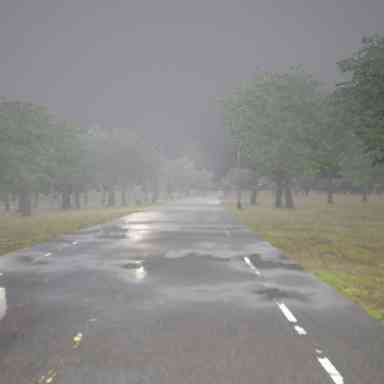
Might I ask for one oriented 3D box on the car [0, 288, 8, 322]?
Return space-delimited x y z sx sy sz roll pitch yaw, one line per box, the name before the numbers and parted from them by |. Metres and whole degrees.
car | -3.602 1.597 2.578 1.895 1.301 4.718 0 0 0
